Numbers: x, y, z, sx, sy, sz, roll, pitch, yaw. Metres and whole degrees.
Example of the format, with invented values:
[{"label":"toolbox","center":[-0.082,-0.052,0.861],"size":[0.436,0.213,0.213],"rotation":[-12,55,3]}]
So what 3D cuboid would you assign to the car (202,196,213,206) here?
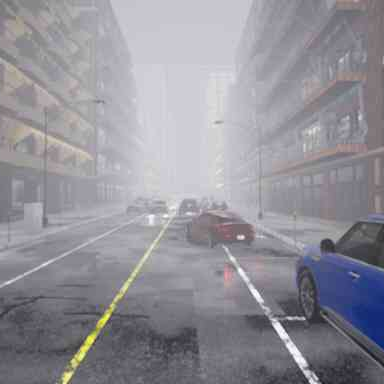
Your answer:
[{"label":"car","center":[2.248,1.632,41.916],"size":[1.887,1.381,4.507],"rotation":[1,0,-1]}]

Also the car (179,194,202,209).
[{"label":"car","center":[-0.291,1.426,35.204],"size":[2.097,1.767,4.553],"rotation":[0,0,-1]}]

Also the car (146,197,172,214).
[{"label":"car","center":[-3.488,1.582,36.031],"size":[1.837,1.490,4.892],"rotation":[0,0,-1]}]

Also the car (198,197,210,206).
[{"label":"car","center":[2.066,1.669,58.535],"size":[2.008,1.369,4.403],"rotation":[1,0,-1]}]

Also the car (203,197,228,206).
[{"label":"car","center":[2.371,1.506,30.835],"size":[1.967,1.590,4.097],"rotation":[1,0,-1]}]

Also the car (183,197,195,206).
[{"label":"car","center":[-0.524,1.594,57.121],"size":[1.882,1.535,5.008],"rotation":[0,0,-1]}]

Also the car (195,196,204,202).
[{"label":"car","center":[1.824,1.703,80.696],"size":[1.887,1.381,4.507],"rotation":[1,0,-1]}]

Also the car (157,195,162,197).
[{"label":"car","center":[-6.251,1.635,52.682],"size":[1.752,1.417,4.829],"rotation":[1,0,-1]}]

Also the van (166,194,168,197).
[{"label":"van","center":[-6.431,1.481,69.472],"size":[1.690,1.788,3.998],"rotation":[1,0,-1]}]

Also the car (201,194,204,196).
[{"label":"car","center":[2.191,1.413,47.456],"size":[2.192,1.841,5.009],"rotation":[1,0,-1]}]

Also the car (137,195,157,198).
[{"label":"car","center":[-6.127,1.404,41.771],"size":[2.192,1.841,5.009],"rotation":[1,0,-1]}]

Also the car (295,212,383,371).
[{"label":"car","center":[3.064,1.237,4.038],"size":[2.150,2.045,5.566],"rotation":[0,0,-1]}]

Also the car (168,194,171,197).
[{"label":"car","center":[-6.673,1.493,91.633],"size":[2.192,1.841,5.009],"rotation":[1,0,-1]}]

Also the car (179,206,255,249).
[{"label":"car","center":[1.113,1.557,14.835],"size":[1.812,1.442,4.674],"rotation":[0,0,-19]}]

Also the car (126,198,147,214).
[{"label":"car","center":[-6.072,1.629,36.231],"size":[2.008,1.369,4.403],"rotation":[1,0,-1]}]

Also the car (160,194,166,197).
[{"label":"car","center":[-6.309,1.435,58.392],"size":[2.192,1.841,5.009],"rotation":[1,0,-1]}]

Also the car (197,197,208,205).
[{"label":"car","center":[2.004,1.654,64.246],"size":[1.752,1.417,4.829],"rotation":[1,0,-1]}]

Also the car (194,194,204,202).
[{"label":"car","center":[1.767,1.482,86.237],"size":[2.192,1.841,5.009],"rotation":[1,0,-1]}]
